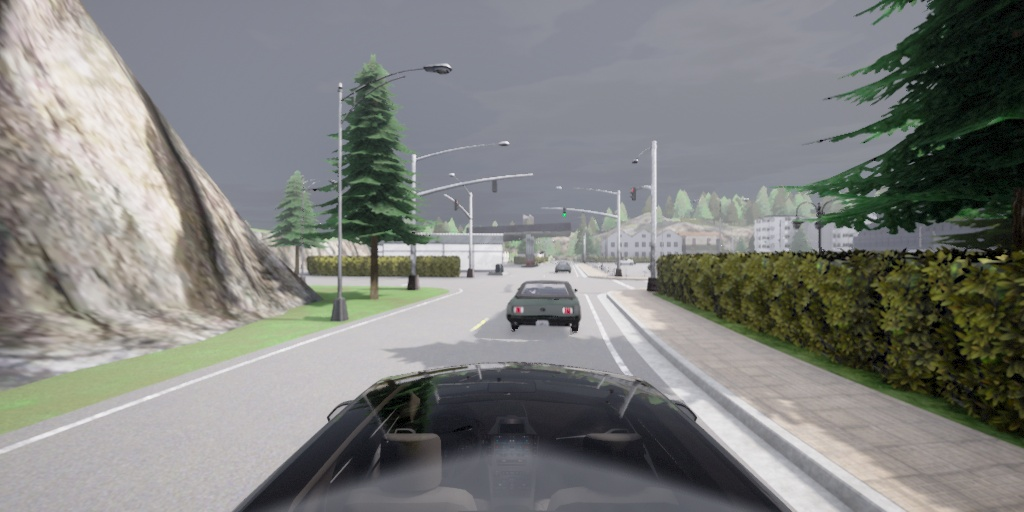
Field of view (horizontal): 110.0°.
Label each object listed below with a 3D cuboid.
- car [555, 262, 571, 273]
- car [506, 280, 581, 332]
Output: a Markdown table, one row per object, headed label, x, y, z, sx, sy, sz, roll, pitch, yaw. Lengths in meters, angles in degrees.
| label | x | y | z | sx | sy | sz | roll | pitch | yaw |
| --- | --- | --- | --- | --- | --- | --- | --- | --- | --- |
| car | 6.521 | 1.469 | 45.731 | 1.994 | 1.385 | 4.181 | 0 | 0 | 9 |
| car | 1.077 | 1.384 | 11.059 | 1.895 | 1.301 | 4.718 | 0 | 0 | 8 |
